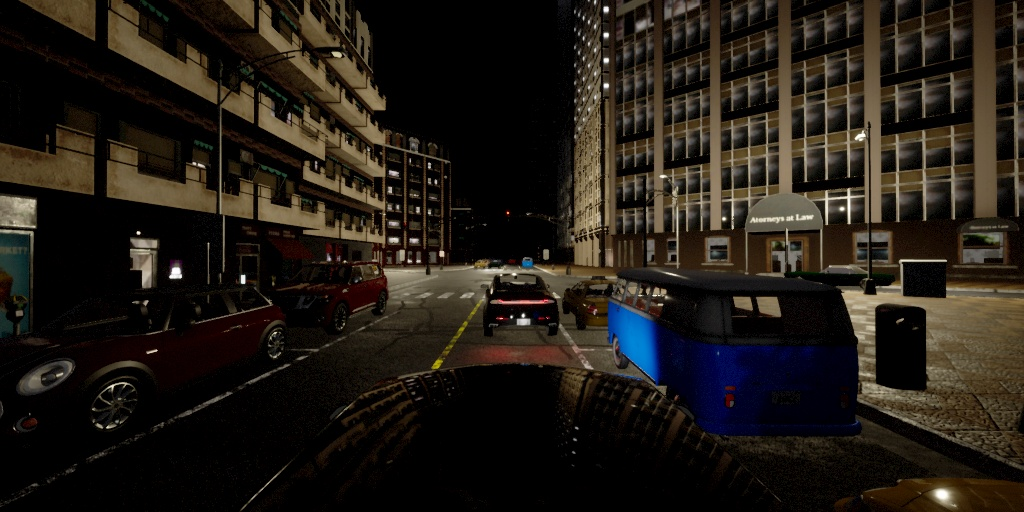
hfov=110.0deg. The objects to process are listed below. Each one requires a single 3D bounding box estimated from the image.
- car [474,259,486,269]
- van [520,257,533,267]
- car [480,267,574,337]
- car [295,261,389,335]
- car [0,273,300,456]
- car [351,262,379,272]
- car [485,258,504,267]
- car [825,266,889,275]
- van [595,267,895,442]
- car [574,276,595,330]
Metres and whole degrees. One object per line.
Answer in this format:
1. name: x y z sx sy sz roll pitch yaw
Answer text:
1. car: -5.301 1.352 59.567 1.751 1.417 4.829 0 0 0
2. van: 2.579 1.168 59.735 1.690 1.789 3.998 0 0 0
3. car: 0.135 1.245 10.347 2.128 1.511 4.902 0 0 -3
4. car: -5.313 1.068 10.737 2.192 1.841 5.009 0 0 0
5. car: -5.314 1.191 5.202 1.967 1.591 4.097 0 0 0
6. car: -20.429 1.522 49.839 4.181 1.385 1.994 -1 -1 41
7. car: -2.804 1.426 58.826 1.895 1.301 4.718 0 0 2
8. car: 18.312 1.194 20.455 4.718 1.301 1.895 -1 -1 41
9. van: 2.567 1.092 5.205 1.690 1.789 3.998 0 0 0
10. car: 2.568 1.279 10.912 1.751 1.417 4.829 0 0 0
